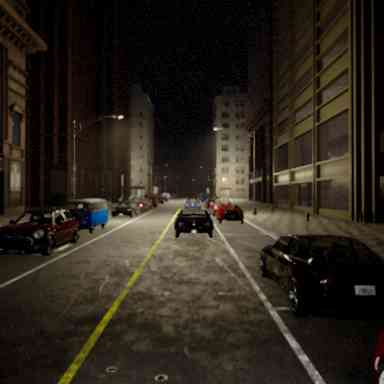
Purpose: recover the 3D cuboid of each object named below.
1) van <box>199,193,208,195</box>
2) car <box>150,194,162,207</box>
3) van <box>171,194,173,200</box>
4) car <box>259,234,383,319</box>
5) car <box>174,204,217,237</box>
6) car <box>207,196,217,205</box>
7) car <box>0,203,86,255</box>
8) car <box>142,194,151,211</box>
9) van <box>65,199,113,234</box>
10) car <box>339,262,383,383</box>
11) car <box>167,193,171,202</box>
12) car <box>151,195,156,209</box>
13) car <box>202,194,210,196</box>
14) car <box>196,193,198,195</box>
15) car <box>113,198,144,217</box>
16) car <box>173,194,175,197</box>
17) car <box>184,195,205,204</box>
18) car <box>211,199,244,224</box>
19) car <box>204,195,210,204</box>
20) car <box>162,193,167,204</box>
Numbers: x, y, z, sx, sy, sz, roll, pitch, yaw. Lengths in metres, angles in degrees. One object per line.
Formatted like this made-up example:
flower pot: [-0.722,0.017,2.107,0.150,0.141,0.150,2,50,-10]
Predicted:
van: [2.658,1.148,63.457,1.690,1.788,3.998,1,0,0]
car: [-5.861,1.177,46.572,2.192,1.841,5.009,1,0,0]
van: [-5.871,1.112,74.694,1.690,1.788,3.998,1,0,0]
car: [2.674,1.546,7.212,1.947,1.339,4.313,1,0,0]
car: [0.094,1.550,17.828,1.895,1.301,4.718,0,0,0]
car: [2.668,1.354,29.710,1.967,1.590,4.097,1,0,0]
car: [-5.852,1.405,12.826,1.967,1.590,4.097,1,0,0]
car: [-5.859,1.337,35.324,1.967,1.590,4.097,1,0,0]
van: [-5.852,1.289,18.451,1.690,1.788,3.998,1,0,0]
car: [2.676,1.540,1.586,1.887,1.381,4.507,1,0,0]
car: [-5.872,1.371,69.070,1.802,1.307,4.206,1,0,0]
car: [-5.862,1.405,40.778,1.752,1.417,4.829,1,0,0]
car: [2.662,1.412,46.584,2.008,1.369,4.403,1,0,0]
car: [2.655,1.085,74.706,2.192,1.841,5.009,1,0,0]
car: [-5.859,1.480,29.700,1.947,1.339,4.313,1,0,0]
car: [-5.875,1.297,80.319,1.887,1.381,4.507,1,0,0]
car: [0.088,1.437,37.845,2.033,1.411,5.357,0,0,0]
car: [2.669,1.476,24.085,1.887,1.381,4.507,1,0,0]
car: [2.663,1.424,40.959,1.887,1.381,4.507,1,0,0]
car: [-5.866,1.265,57.821,1.967,1.590,4.097,1,0,0]
